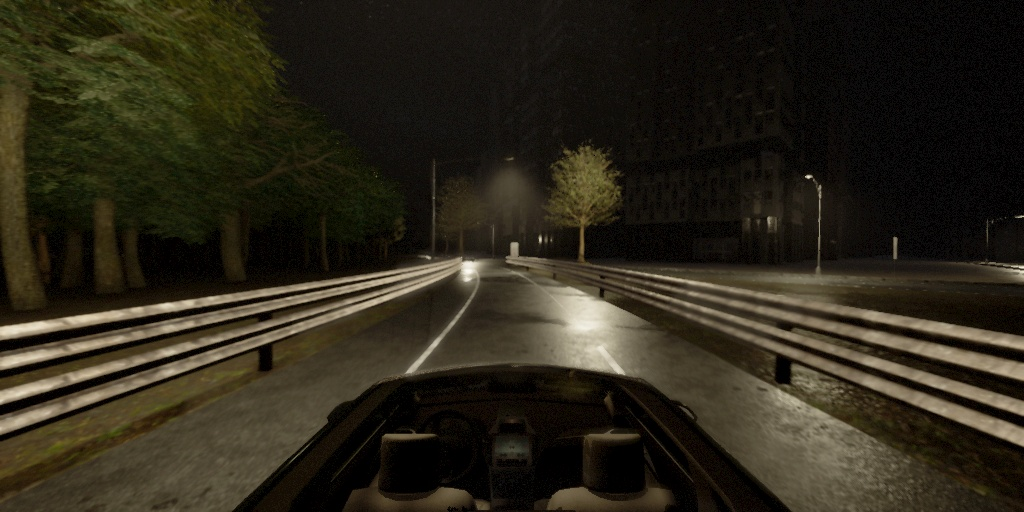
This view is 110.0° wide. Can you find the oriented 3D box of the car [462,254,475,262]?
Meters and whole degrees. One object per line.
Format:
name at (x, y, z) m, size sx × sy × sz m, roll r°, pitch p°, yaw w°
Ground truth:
car at (-7.566, 0.391, 60.184) m, size 1.895 × 1.301 × 4.718 m, roll 0°, pitch 1°, yaw -19°
